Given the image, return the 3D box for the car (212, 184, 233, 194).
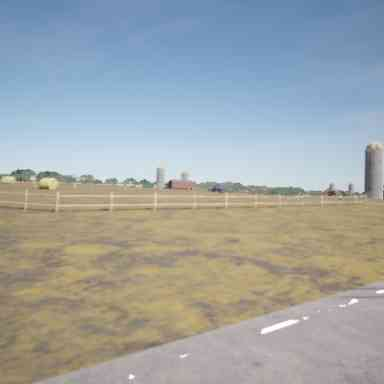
[{"bbox_3d":[7.095,-0.684,77.936,2.150,2.045,5.566,2,1,-36],"label":"car"}]
